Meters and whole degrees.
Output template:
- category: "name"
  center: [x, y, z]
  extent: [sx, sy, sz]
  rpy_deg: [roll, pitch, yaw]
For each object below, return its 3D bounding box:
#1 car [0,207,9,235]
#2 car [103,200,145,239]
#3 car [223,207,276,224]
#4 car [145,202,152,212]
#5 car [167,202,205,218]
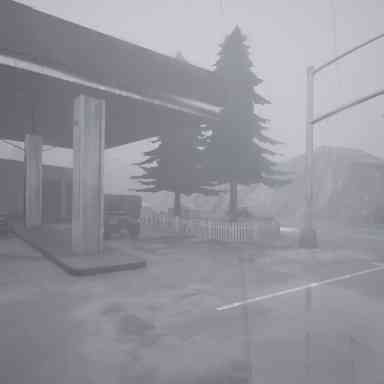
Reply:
- category: "car"
  center: [-11.604, 1.521, 18.514]
  extent: [2.242, 1.667, 4.611]
  rpy_deg: [1, 0, -36]
- category: "car"
  center: [-4.473, 1.446, 18.305]
  extent: [1.905, 1.878, 3.866]
  rpy_deg: [1, 0, -36]
- category: "car"
  center: [4.244, 1.817, 24.900]
  extent: [1.994, 1.385, 4.181]
  rpy_deg: [1, 0, -35]
- category: "car"
  center: [-6.536, 1.652, 40.227]
  extent: [1.812, 1.442, 4.674]
  rpy_deg: [1, 0, -35]
- category: "car"
  center: [-0.672, 1.721, 31.899]
  extent: [1.812, 1.442, 4.674]
  rpy_deg: [1, 0, -35]
